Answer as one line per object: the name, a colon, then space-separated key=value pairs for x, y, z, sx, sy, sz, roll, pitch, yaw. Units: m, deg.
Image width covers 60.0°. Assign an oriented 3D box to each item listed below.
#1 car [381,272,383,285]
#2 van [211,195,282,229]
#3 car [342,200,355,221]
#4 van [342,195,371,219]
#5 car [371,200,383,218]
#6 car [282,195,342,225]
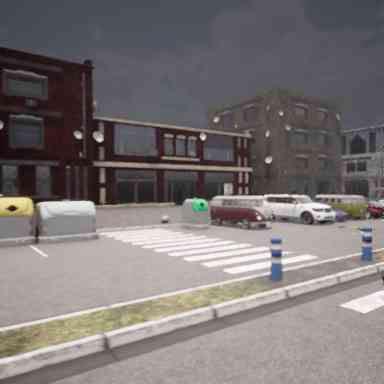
car: x=6.485 y=1.543 z=7.745 sx=5.357 sy=1.411 sz=2.033 roll=0 pitch=0 yaw=-36
van: x=3.178 y=1.246 z=21.257 sx=1.878 sy=1.987 sz=4.442 roll=0 pitch=0 yaw=-36
car: x=9.822 y=1.513 z=26.185 sx=2.002 sy=1.452 sz=4.674 roll=0 pitch=0 yaw=-36
van: x=12.092 y=1.254 z=27.957 sx=1.878 sy=1.987 sz=4.442 roll=0 pitch=0 yaw=-36
car: x=14.294 y=1.491 z=29.406 sx=2.097 sy=1.535 sz=5.008 roll=0 pitch=0 yaw=-36
car: x=7.600 y=1.217 z=24.548 sx=2.435 sy=2.045 sz=5.566 roll=0 pitch=0 yaw=-36
